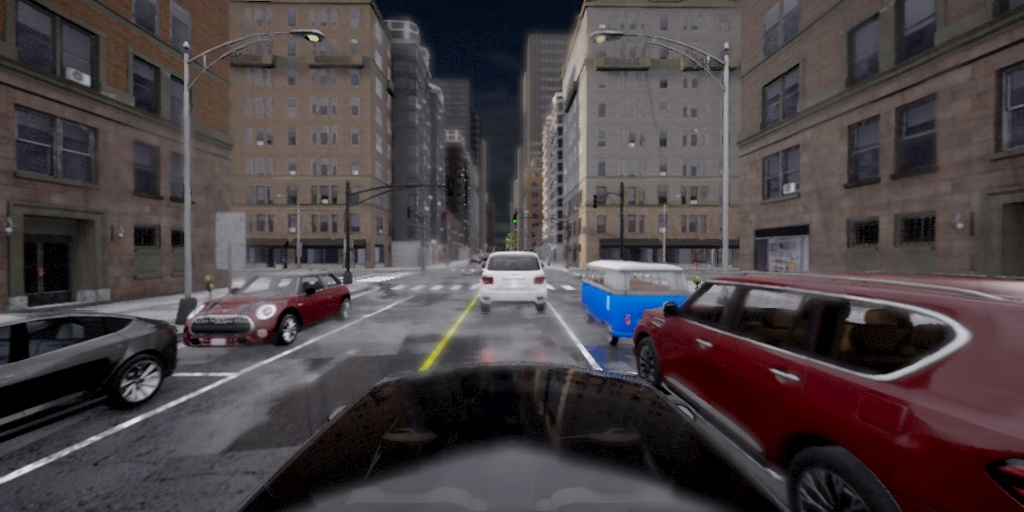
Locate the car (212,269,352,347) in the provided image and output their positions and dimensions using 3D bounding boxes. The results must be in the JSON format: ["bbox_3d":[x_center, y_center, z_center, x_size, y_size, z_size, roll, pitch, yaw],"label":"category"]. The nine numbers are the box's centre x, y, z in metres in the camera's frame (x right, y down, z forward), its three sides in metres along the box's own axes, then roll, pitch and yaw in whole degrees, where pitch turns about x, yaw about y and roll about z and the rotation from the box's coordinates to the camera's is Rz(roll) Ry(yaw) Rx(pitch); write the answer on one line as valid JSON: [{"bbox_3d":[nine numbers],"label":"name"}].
[{"bbox_3d":[-5.702,1.117,8.946,1.967,1.591,4.097,0,0,0],"label":"car"}]

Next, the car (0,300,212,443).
[{"bbox_3d":[-5.675,1.298,3.422,1.948,1.339,4.313,0,0,0],"label":"car"}]

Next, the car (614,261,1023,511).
[{"bbox_3d":[2.851,1.047,3.471,2.192,1.841,5.009,0,0,0],"label":"car"}]

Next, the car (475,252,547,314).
[{"bbox_3d":[0.045,0.856,13.337,2.150,2.045,5.566,0,1,0],"label":"car"}]

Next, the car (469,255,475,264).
[{"bbox_3d":[-6.507,0.611,63.964,1.967,1.591,4.097,0,0,-2],"label":"car"}]

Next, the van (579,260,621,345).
[{"bbox_3d":[2.824,1.019,8.994,1.690,1.789,3.998,0,0,0],"label":"van"}]
